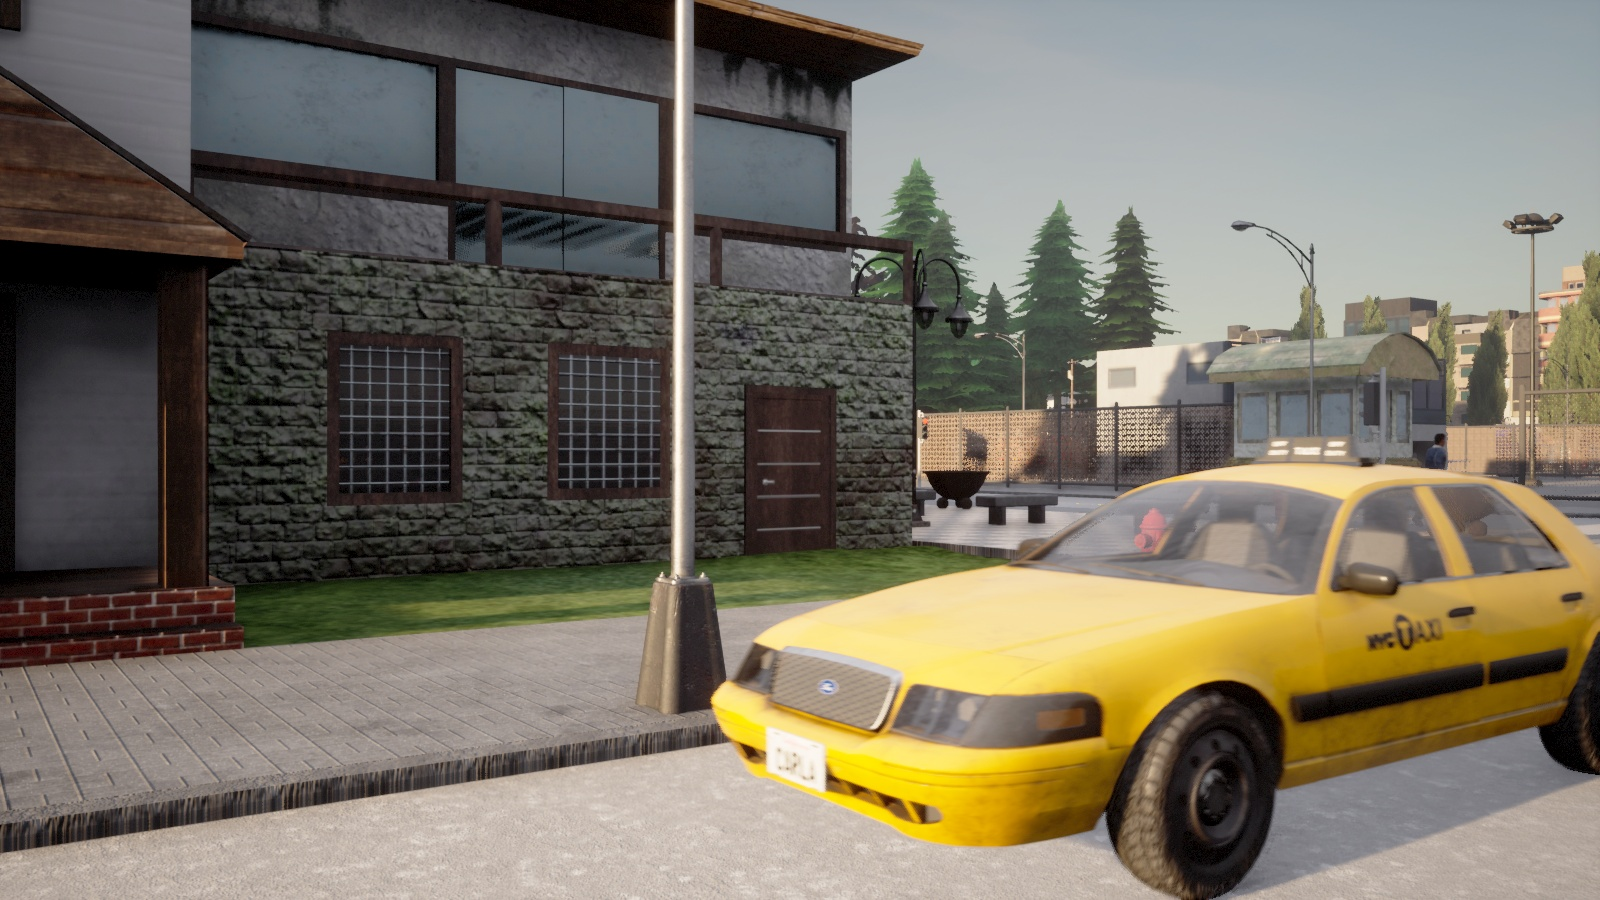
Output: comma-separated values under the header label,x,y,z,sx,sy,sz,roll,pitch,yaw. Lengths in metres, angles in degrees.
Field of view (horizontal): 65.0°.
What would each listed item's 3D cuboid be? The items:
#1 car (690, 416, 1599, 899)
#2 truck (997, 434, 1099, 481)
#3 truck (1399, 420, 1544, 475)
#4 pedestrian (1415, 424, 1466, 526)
label,x,y,z,sx,sy,sz,roll,pitch,yaw
car,2.275,0.693,5.852,5.366,1.575,1.801,0,0,-35
truck,13.621,0.398,68.965,5.204,2.467,2.627,0,0,-35
truck,43.819,-0.129,82.113,7.936,3.462,2.891,0,0,42
pedestrian,12.403,0.482,24.319,0.788,1.949,0.423,0,0,-16
